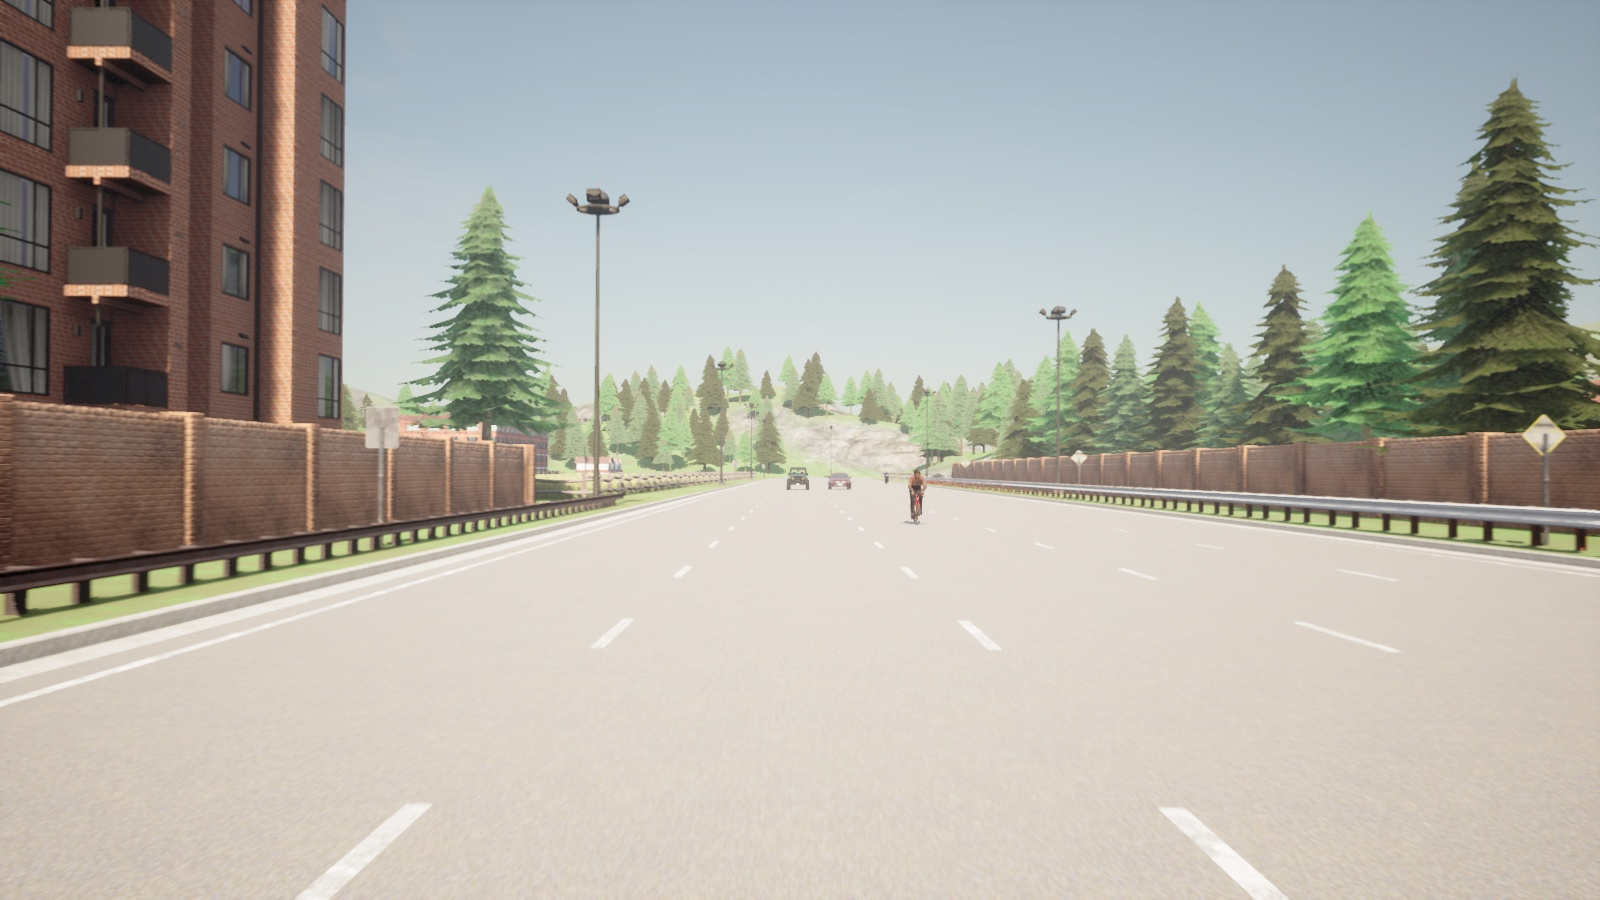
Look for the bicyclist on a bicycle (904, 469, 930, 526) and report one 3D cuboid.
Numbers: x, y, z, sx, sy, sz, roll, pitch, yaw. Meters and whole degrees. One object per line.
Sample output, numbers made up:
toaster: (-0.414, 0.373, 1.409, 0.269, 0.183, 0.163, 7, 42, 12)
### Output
bicyclist on a bicycle: (3.411, 1.365, 36.642, 0.582, 1.620, 1.656, 0, -1, 0)
